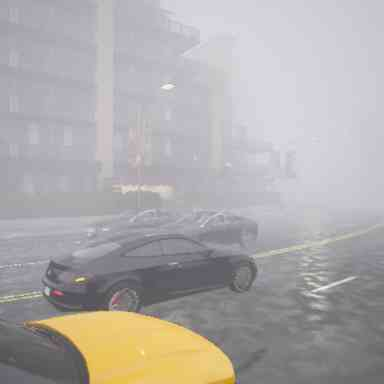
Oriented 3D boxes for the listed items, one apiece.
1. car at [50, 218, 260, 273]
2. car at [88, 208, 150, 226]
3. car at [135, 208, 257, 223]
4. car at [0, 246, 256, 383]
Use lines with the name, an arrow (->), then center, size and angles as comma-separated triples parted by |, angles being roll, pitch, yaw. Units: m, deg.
car -> -0.659, 1.521, 7.103 | 4.674, 1.442, 1.812 | 0, 0, -37
car -> -2.294, 1.482, 15.052 | 4.902, 1.511, 2.128 | 0, 0, -40
car -> 0.578, 1.484, 12.900 | 4.902, 1.511, 2.128 | 0, 0, -40
car -> -1.912, 1.476, 1.829 | 5.008, 1.535, 1.882 | 0, 0, -36
